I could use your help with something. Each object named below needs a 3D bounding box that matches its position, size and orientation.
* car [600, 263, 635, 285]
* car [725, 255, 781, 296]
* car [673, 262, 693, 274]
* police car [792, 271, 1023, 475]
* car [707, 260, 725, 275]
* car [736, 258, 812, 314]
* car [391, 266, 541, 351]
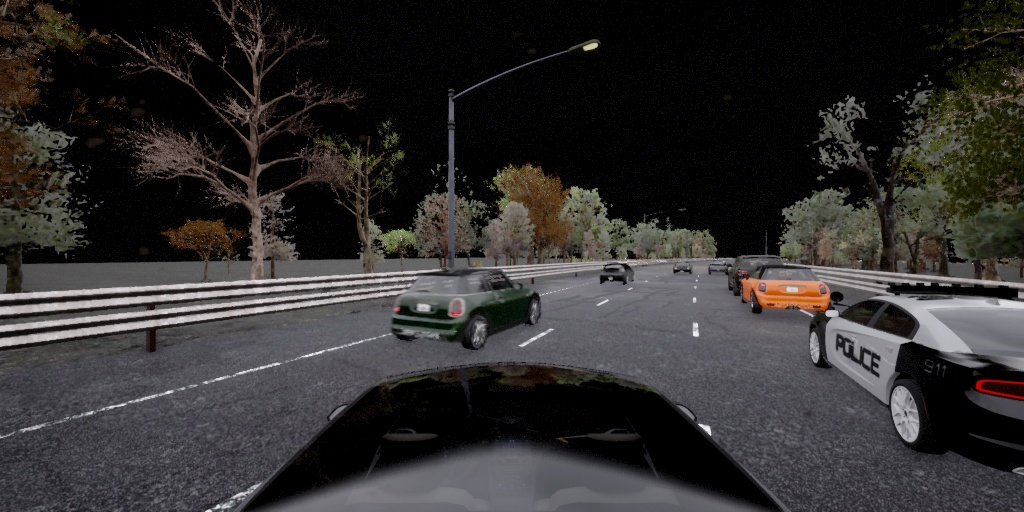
[{"bbox_3d":[7.840,1.262,26.546,1.837,1.490,4.892,0,0,28],"label":"car"},{"bbox_3d":[12.711,0.978,18.753,2.150,2.045,5.566,0,0,27],"label":"car"},{"bbox_3d":[19.471,1.370,40.750,1.895,1.301,4.718,0,0,29],"label":"car"},{"bbox_3d":[5.624,1.175,4.721,1.930,1.638,5.238,0,0,26],"label":"police car"},{"bbox_3d":[22.585,1.262,39.278,2.128,1.511,4.902,0,0,30],"label":"car"},{"bbox_3d":[9.979,1.102,13.428,2.097,1.767,4.553,0,0,27],"label":"car"},{"bbox_3d":[-0.904,1.103,9.413,2.097,1.767,4.553,0,0,26],"label":"car"}]
